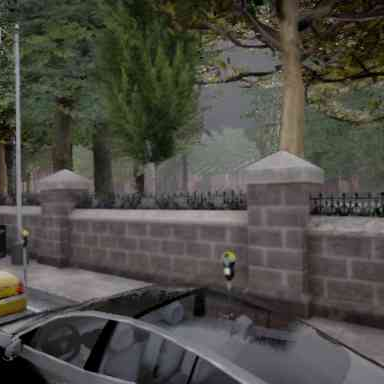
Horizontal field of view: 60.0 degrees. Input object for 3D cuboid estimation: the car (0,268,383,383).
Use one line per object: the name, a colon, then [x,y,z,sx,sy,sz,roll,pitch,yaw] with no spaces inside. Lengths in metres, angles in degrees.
car: [-0.498,1.588,3.176,4.313,1.339,1.947,-1,-1,35]
